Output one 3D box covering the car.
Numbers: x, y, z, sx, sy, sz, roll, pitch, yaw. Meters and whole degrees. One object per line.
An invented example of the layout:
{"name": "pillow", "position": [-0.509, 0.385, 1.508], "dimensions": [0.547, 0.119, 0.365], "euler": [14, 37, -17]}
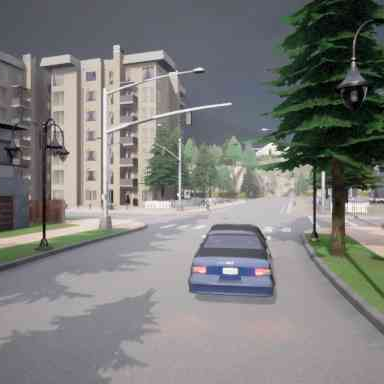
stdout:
{"name": "car", "position": [1.131, 1.547, 8.790], "dimensions": [2.033, 1.411, 5.357], "euler": [0, 0, 9]}
